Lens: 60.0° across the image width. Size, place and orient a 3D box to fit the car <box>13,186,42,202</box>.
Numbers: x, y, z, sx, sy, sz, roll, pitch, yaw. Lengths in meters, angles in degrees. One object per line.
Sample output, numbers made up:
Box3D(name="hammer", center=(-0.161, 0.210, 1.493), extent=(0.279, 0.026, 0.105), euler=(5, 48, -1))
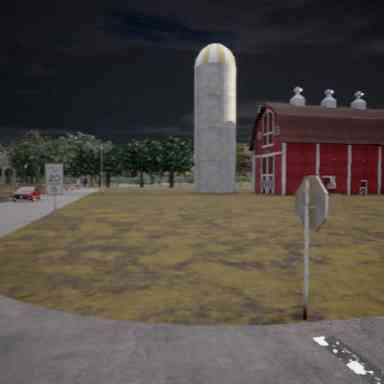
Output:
Box3D(name="car", center=(-16.761, 0.161, 34.027), extent=(1.882, 1.535, 5.008), euler=(-1, 2, -13))
